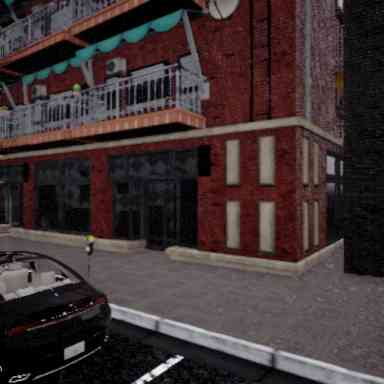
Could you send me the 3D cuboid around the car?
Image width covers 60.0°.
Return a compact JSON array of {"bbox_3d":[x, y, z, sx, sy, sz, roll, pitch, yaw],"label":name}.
[{"bbox_3d":[-3.128,1.600,5.089,4.403,1.369,2.008,-1,0,35],"label":"car"}]
